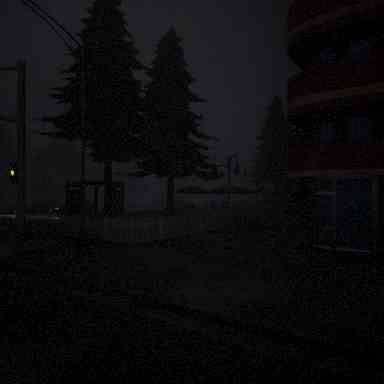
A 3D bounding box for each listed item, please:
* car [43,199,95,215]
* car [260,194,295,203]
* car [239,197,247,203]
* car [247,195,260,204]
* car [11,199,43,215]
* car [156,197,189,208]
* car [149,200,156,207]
[{"bbox_3d":[-11.377,1.417,32.128,1.837,1.490,4.892,0,0,36],"label":"car"},{"bbox_3d":[12.938,1.147,47.284,5.566,2.045,2.150,0,0,-29],"label":"car"},{"bbox_3d":[10.498,1.320,57.997,4.553,1.767,2.097,0,0,-24],"label":"car"},{"bbox_3d":[11.942,1.324,54.809,4.553,1.767,2.097,0,0,-24],"label":"car"},{"bbox_3d":[-14.940,1.456,33.201,2.033,1.411,5.357,0,0,36],"label":"car"},{"bbox_3d":[-2.266,1.476,44.021,1.994,1.385,4.181,0,0,42],"label":"car"},{"bbox_3d":[-3.901,1.401,47.444,2.128,1.511,4.902,0,0,44],"label":"car"}]
